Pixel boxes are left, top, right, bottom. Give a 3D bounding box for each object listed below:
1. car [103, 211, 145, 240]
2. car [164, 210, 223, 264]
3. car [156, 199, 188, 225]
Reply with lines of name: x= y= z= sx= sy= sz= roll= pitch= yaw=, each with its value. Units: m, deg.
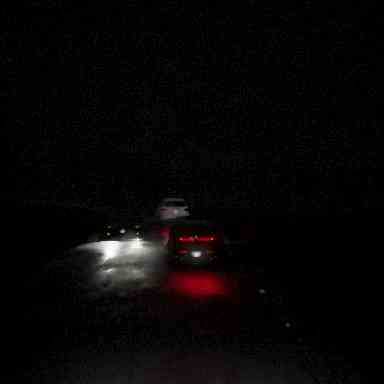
car: x=-3.635 y=1.778 z=18.440 sx=1.994 sy=1.385 sz=4.181 roll=0 pitch=-1 yaw=-6
car: x=0.026 y=1.652 z=12.454 sx=1.837 sy=1.490 sz=4.892 roll=0 pitch=-1 yaw=-3
car: x=-1.671 y=1.553 z=27.199 sx=2.150 sy=2.045 sz=5.566 roll=0 pitch=-1 yaw=-10
